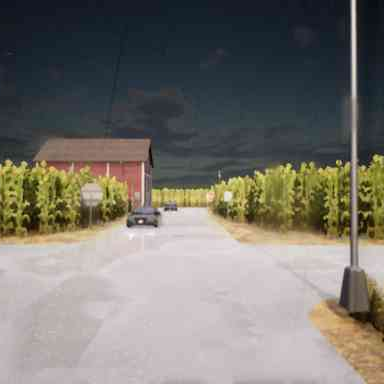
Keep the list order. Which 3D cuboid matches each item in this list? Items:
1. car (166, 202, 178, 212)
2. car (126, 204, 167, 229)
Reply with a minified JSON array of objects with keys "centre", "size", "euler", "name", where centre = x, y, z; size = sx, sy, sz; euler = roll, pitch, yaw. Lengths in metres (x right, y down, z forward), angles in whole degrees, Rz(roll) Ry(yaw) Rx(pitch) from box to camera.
[{"centre":[-3.055,2.128,49.111],"size":[2.033,1.411,5.357],"euler":[0,-1,0],"name":"car"},{"centre":[-3.092,1.669,22.462],"size":[1.994,1.385,4.181],"euler":[0,-1,2],"name":"car"}]
